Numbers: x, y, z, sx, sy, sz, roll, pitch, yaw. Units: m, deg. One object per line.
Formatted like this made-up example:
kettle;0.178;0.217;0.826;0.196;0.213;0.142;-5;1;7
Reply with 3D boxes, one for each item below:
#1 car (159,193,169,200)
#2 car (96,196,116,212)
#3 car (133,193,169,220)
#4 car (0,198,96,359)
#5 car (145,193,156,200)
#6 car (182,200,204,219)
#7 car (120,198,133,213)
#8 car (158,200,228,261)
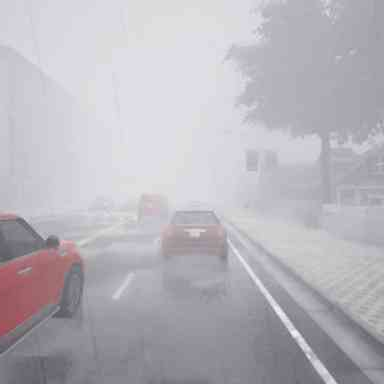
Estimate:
car;-6.464;1.055;77.825;1.882;1.535;5.008;0;0;0
car;-9.824;1.262;36.428;2.097;1.767;4.553;0;0;0
car;-3.146;1.153;27.631;2.150;2.045;5.566;0;0;0
car;-3.186;1.214;4.186;2.150;2.045;5.566;0;1;1
car;-9.714;1.077;77.827;1.837;1.490;4.892;0;0;0
car;0.119;1.452;29.684;1.812;1.442;4.674;0;0;0
car;-6.576;1.436;36.268;1.812;1.442;4.674;0;0;0
car;0.097;1.321;12.303;2.097;1.767;4.553;0;0;0
